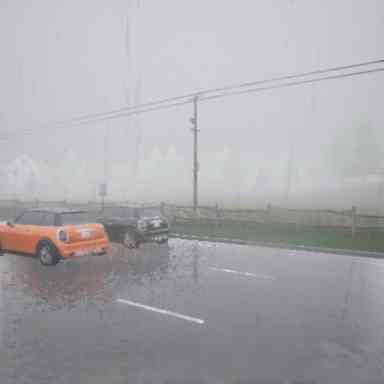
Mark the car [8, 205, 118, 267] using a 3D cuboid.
[{"bbox_3d":[-5.038,1.329,11.487,4.553,1.767,2.097,0,0,34],"label":"car"}]

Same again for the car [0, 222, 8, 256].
[{"bbox_3d":[-7.086,1.330,8.646,4.553,1.767,2.097,0,0,34],"label":"car"}]

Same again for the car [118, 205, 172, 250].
[{"bbox_3d":[-3.153,1.328,14.437,4.553,1.767,2.097,0,0,34],"label":"car"}]
